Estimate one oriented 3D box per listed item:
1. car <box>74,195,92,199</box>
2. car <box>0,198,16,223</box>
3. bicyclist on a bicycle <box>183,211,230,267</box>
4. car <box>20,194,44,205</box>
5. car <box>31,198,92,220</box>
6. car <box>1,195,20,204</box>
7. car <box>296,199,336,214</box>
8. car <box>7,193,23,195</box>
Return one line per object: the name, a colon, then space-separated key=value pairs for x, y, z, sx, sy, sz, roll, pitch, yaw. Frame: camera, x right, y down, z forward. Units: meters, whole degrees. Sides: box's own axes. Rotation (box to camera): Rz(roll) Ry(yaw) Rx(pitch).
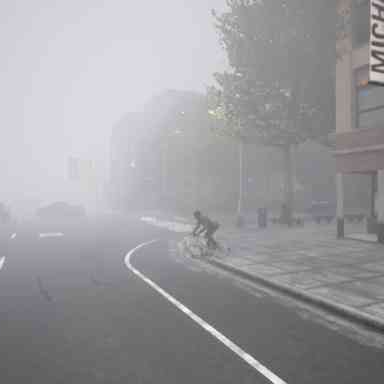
car: x=-25.176 y=1.459 z=77.070 sx=1.882 sy=1.535 sz=5.008 roll=0 pitch=0 yaw=21
car: x=-14.711 y=1.485 z=24.880 sx=2.128 sy=1.511 sz=4.902 roll=0 pitch=0 yaw=-26
bicyclist on a bicycle: x=0.405 y=1.359 z=10.053 sx=1.656 sy=1.620 sz=0.582 roll=-10 pitch=4 yaw=-25
car: x=-26.991 y=1.511 z=56.449 sx=1.812 sy=1.442 sz=4.674 roll=0 pitch=0 yaw=-8
car: x=-11.095 y=1.519 z=28.242 sx=4.674 sy=1.442 sz=1.812 roll=0 pitch=1 yaw=29
car: x=-30.890 y=1.585 z=57.767 sx=1.895 sy=1.301 sz=4.718 roll=0 pitch=0 yaw=-5
car: x=13.087 y=1.520 z=34.951 sx=4.674 sy=1.442 sz=1.812 roll=0 pitch=0 yaw=-26
car: x=-34.589 y=1.208 z=64.373 sx=2.150 sy=2.045 sz=5.566 roll=0 pitch=0 yaw=2
